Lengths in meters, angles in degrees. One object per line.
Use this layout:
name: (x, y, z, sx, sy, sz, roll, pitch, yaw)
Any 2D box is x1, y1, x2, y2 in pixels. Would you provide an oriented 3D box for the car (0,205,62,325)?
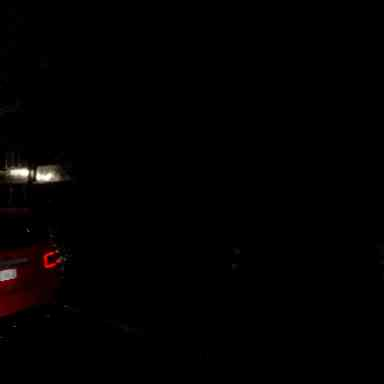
car: (-4.719, 1.286, 6.290, 5.566, 2.045, 2.150, -1, 0, 38)
